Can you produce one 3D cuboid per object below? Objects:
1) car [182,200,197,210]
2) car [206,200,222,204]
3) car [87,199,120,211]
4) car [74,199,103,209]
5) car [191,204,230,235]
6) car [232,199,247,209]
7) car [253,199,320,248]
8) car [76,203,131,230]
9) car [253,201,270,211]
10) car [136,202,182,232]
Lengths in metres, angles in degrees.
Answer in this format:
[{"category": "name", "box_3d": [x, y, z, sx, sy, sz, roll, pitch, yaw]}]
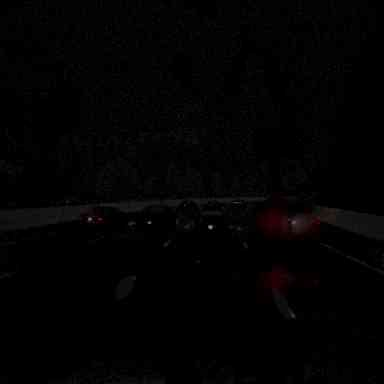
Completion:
[{"category": "car", "box_3d": [-0.495, 1.816, 48.541, 1.994, 1.385, 4.181, 0, 0, 15]}, {"category": "car", "box_3d": [3.159, 1.833, 48.686, 1.994, 1.385, 4.181, 0, 0, 15]}, {"category": "car", "box_3d": [-12.150, 1.731, 45.995, 2.033, 1.411, 5.357, 0, 0, 14]}, {"category": "car", "box_3d": [-15.045, 1.786, 48.827, 1.895, 1.301, 4.718, 0, 0, 14]}, {"category": "car", "box_3d": [1.208, 1.633, 19.438, 1.812, 1.442, 4.674, 0, 0, 6]}, {"category": "car", "box_3d": [7.218, 1.789, 50.290, 2.128, 1.511, 4.902, 0, 0, 16]}, {"category": "car", "box_3d": [4.308, 1.325, 15.669, 2.150, 2.045, 5.566, 0, 0, 5]}, {"category": "car", "box_3d": [-5.613, 1.635, 21.739, 2.033, 1.411, 5.357, 0, 0, 7]}, {"category": "car", "box_3d": [9.590, 1.885, 45.761, 1.895, 1.301, 4.718, 0, 0, 16]}, {"category": "car", "box_3d": [-2.114, 1.579, 21.183, 1.882, 1.535, 5.008, 0, 0, 6]}]
